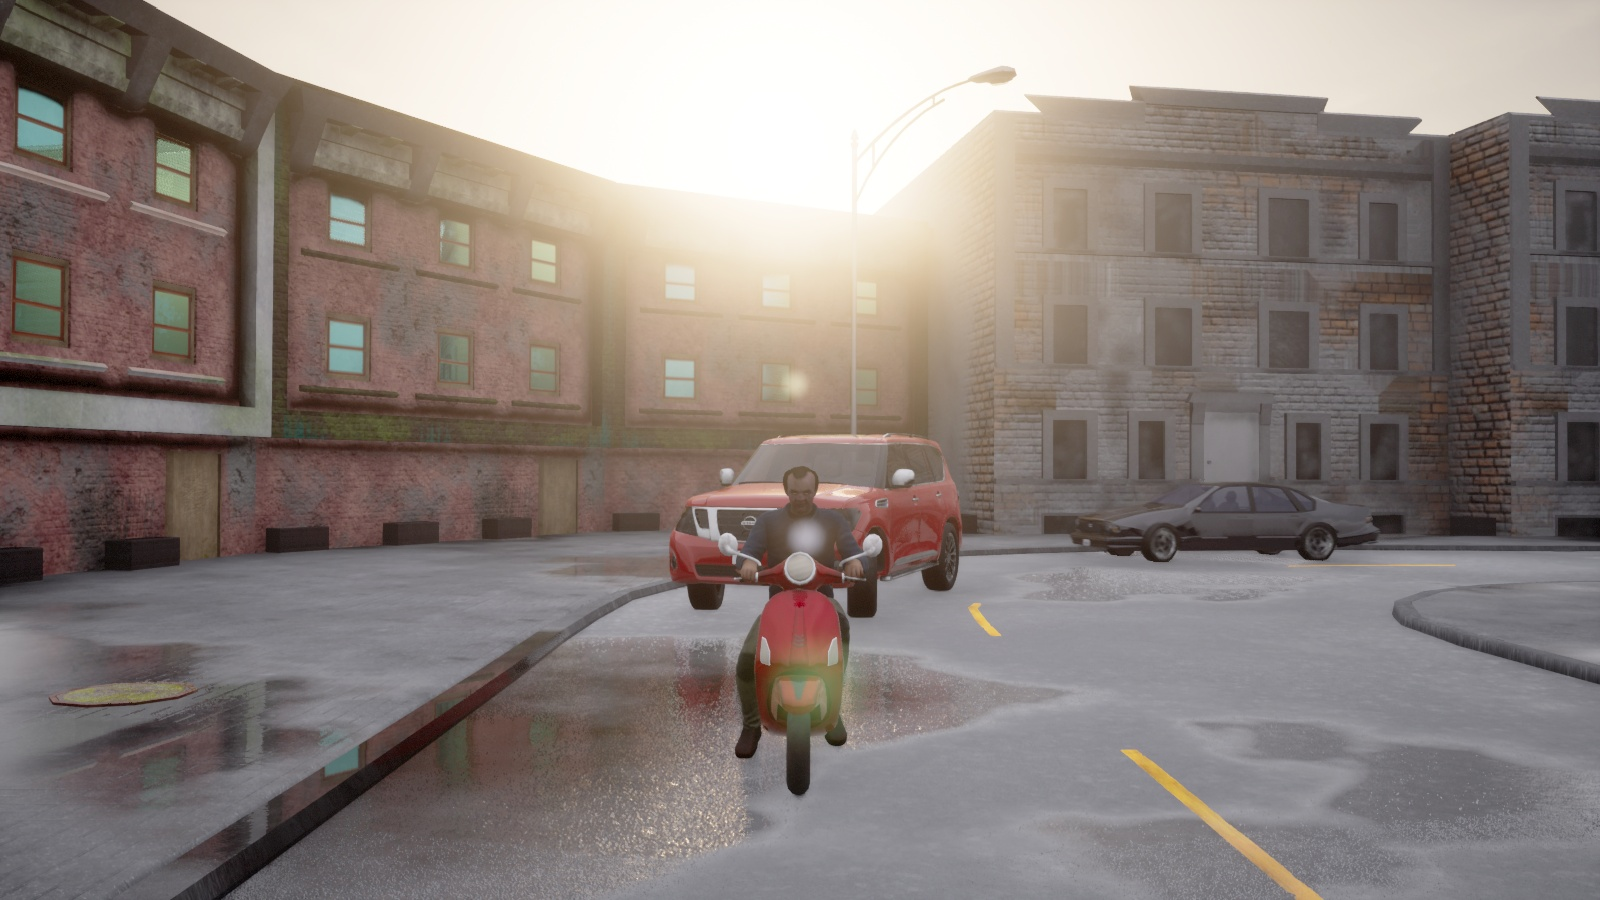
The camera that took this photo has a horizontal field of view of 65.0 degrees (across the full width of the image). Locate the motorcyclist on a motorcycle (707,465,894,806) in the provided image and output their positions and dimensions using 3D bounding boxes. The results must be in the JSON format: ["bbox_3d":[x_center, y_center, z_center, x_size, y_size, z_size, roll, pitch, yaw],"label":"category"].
[{"bbox_3d":[0.009,0.882,6.778,0.866,1.590,1.817,0,-1,1],"label":"motorcyclist on a motorcycle"}]

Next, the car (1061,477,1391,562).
[{"bbox_3d":[7.694,1.216,22.885,5.357,1.411,2.033,0,-1,-10],"label":"car"}]

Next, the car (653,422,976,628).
[{"bbox_3d":[0.457,0.792,15.438,2.150,2.045,5.566,-1,-1,21],"label":"car"}]
